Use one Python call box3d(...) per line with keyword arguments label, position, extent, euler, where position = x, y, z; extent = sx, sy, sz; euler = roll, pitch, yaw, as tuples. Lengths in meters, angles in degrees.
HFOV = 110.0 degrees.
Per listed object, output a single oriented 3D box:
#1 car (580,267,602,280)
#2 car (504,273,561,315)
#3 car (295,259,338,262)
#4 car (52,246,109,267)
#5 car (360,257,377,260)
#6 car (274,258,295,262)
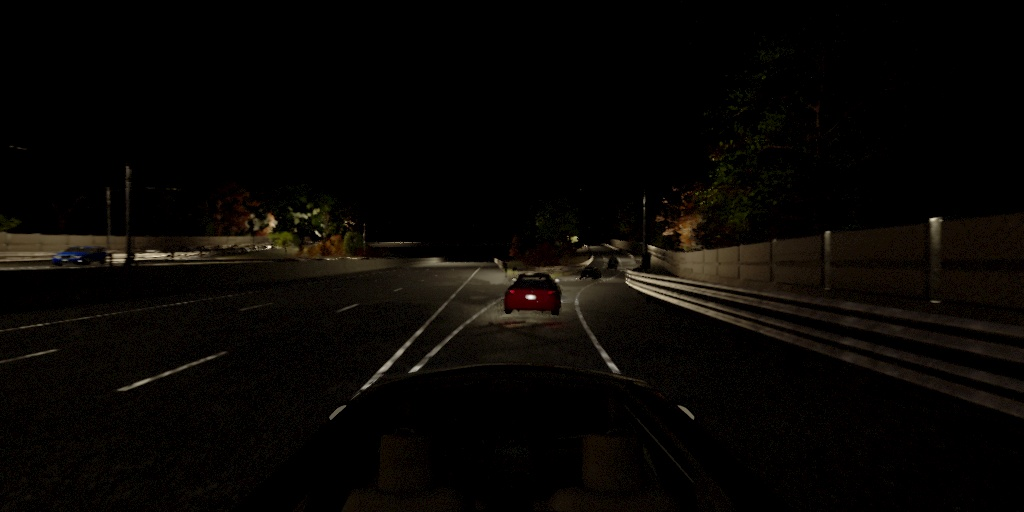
box3d(label="car", position=(9.166, 1.992, 41.508), extent=(1.837, 1.490, 4.892), euler=(1, -1, 22))
box3d(label="car", position=(0.921, 1.371, 14.102), extent=(1.994, 1.385, 4.181), euler=(1, 0, 8))
box3d(label="car", position=(-23.749, 1.058, 43.809), extent=(2.128, 1.511, 4.902), euler=(0, 0, -3))
box3d(label="car", position=(-44.677, 0.012, 37.312), extent=(2.150, 2.045, 5.566), euler=(0, 1, -27))
box3d(label="car", position=(-24.661, 1.076, 60.437), extent=(1.837, 1.490, 4.892), euler=(0, 0, -3))
box3d(label="car", position=(-27.221, 1.017, 43.244), extent=(1.882, 1.535, 5.008), euler=(0, 0, -3))
